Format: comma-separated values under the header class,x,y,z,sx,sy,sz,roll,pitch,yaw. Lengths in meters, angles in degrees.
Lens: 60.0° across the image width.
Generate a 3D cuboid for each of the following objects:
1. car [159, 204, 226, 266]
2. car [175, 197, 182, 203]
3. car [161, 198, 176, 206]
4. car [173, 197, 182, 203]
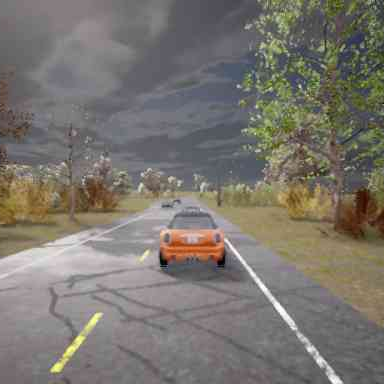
class,x,y,z,sx,sy,sz,roll,pitch,yaw
car,0.027,1.485,12.181,2.097,1.767,4.553,0,-1,0
car,-3.816,2.159,83.958,1.837,1.490,4.892,0,0,-2
car,-4.279,2.170,58.100,1.994,1.385,4.181,0,-1,-4
car,-3.974,2.140,91.324,2.097,1.767,4.553,0,0,0
